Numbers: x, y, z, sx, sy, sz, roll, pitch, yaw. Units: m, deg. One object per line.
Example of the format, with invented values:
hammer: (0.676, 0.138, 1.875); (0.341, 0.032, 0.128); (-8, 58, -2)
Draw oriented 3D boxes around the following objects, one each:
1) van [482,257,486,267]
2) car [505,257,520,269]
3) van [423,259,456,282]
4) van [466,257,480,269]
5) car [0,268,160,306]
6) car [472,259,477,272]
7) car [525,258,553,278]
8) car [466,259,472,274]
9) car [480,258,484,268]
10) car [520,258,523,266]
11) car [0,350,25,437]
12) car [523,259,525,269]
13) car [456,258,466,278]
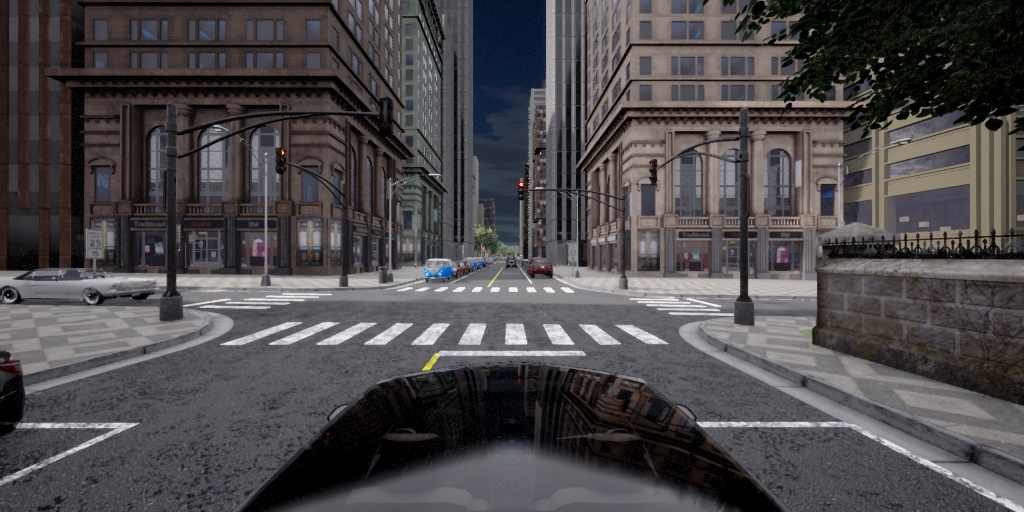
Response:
van: (-5.876, 1.151, 61.090); (1.690, 1.789, 3.998); (0, 0, 0)
car: (-0.058, 1.312, 59.099); (1.837, 1.490, 4.892); (0, 0, 1)
van: (-5.814, 1.105, 28.443); (1.690, 1.789, 3.998); (0, 0, 0)
van: (-5.855, 1.134, 50.207); (1.690, 1.789, 3.998); (0, 0, 0)
car: (-16.564, 1.120, 13.688); (4.718, 1.301, 1.895); (1, 0, 0)
car: (-5.845, 1.351, 44.766); (1.948, 1.339, 4.313); (0, 0, 0)
car: (2.701, 1.085, 33.909); (2.192, 1.841, 5.009); (0, 0, 0)
car: (-5.834, 1.322, 39.324); (1.888, 1.381, 4.507); (0, 0, 0)
car: (-5.866, 1.347, 55.649); (1.888, 1.381, 4.507); (0, 0, 0)
car: (2.660, 1.352, 55.672); (2.007, 1.370, 4.403); (0, 0, 0)
car: (-5.762, 1.316, 1.786); (1.948, 1.339, 4.313); (0, 0, 0)
car: (2.691, 1.092, 39.350); (2.192, 1.841, 5.009); (0, 0, 0)
car: (-5.824, 1.210, 33.884); (1.967, 1.591, 4.097); (0, 0, 0)
